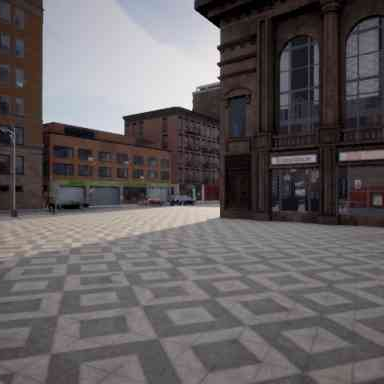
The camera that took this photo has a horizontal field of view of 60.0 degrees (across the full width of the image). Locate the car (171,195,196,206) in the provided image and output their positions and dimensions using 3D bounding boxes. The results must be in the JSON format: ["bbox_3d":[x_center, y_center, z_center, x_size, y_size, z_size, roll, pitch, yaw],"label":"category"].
[{"bbox_3d":[-1.239,1.302,51.970,2.097,1.767,4.553,0,0,36],"label":"car"}]

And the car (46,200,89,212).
[{"bbox_3d":[-14.527,1.568,38.934,1.895,1.301,4.718,0,0,36],"label":"car"}]

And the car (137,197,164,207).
[{"bbox_3d":[-6.201,1.476,50.427,1.812,1.442,4.674,0,0,36],"label":"car"}]

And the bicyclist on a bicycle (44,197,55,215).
[{"bbox_3d":[-13.015,1.285,30.370,1.656,1.620,0.582,0,0,36],"label":"bicyclist on a bicycle"}]
